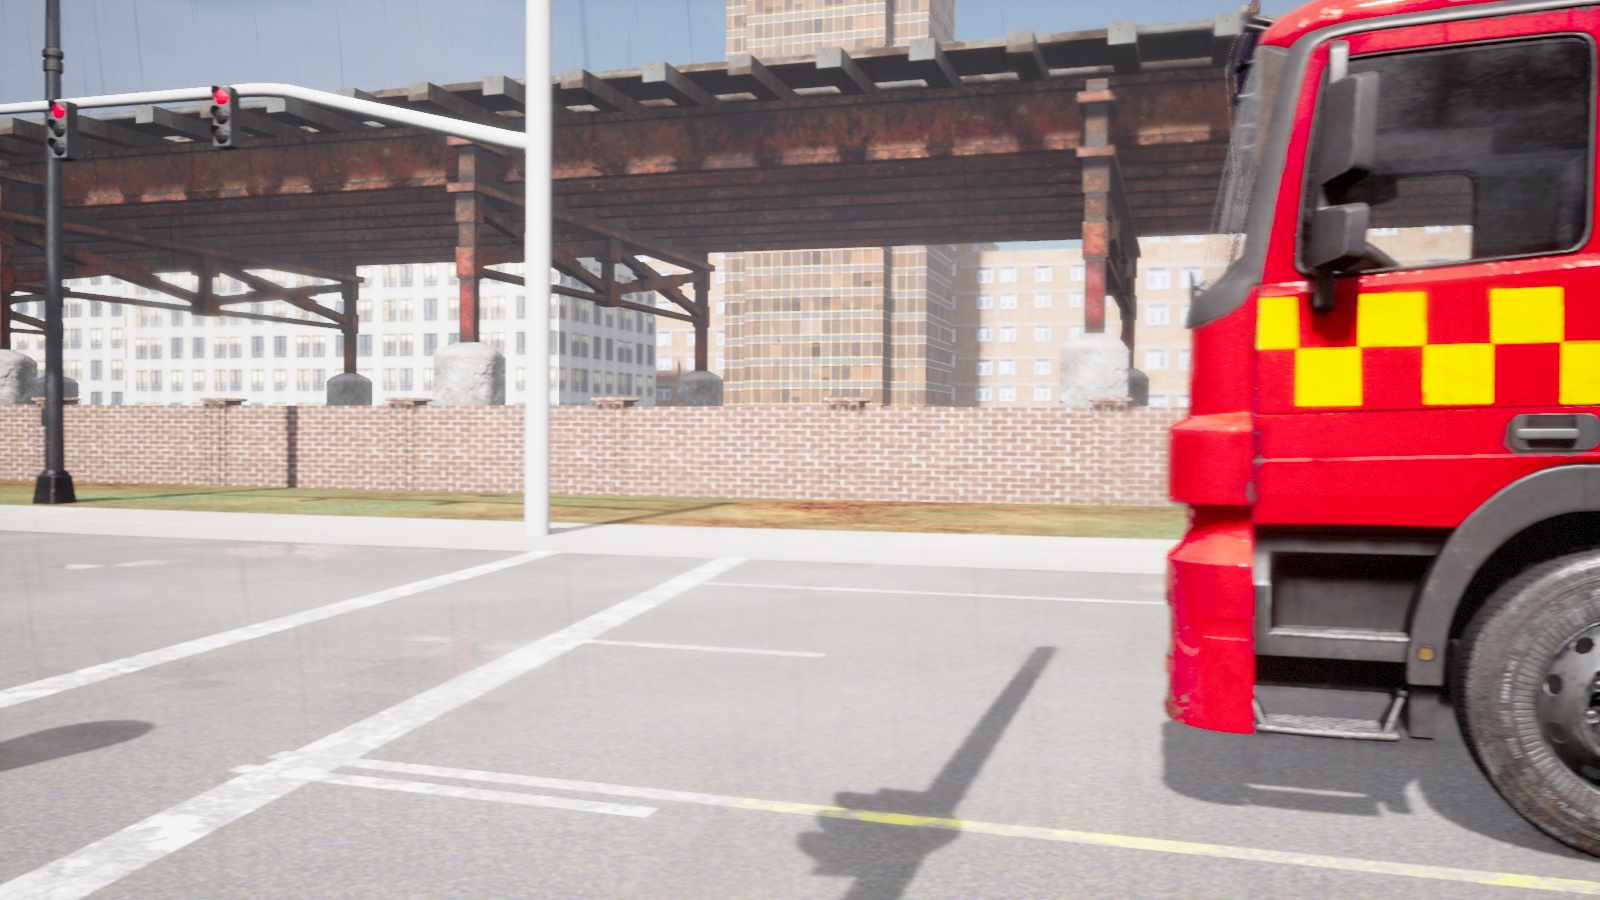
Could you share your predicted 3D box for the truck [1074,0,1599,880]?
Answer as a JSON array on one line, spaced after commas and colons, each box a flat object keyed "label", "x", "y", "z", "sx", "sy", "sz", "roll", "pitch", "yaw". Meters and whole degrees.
[{"label": "truck", "x": 5.588, "y": -0.388, "z": 4.957, "sx": 8.468, "sy": 3.827, "sz": 2.891, "roll": 0, "pitch": 1, "yaw": 20}]
